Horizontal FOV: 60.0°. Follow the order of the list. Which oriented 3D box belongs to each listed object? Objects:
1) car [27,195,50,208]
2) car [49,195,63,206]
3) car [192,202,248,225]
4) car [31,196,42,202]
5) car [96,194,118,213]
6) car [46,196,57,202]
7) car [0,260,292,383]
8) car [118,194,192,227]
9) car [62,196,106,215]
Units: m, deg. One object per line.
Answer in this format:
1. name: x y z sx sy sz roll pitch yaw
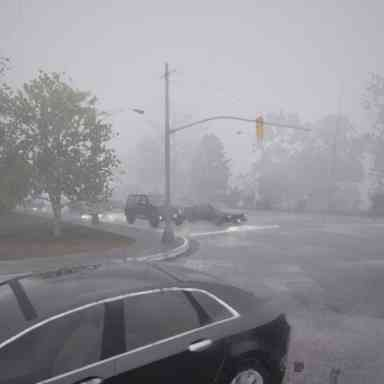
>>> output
1. car: -23.271 1.584 49.303 2.033 1.411 5.357 -1 0 -38
2. car: -20.601 1.578 51.570 1.812 1.442 4.674 -1 0 -38
3. car: 1.394 1.449 23.349 2.033 1.411 5.357 -1 0 -37
4. car: -38.469 1.760 82.333 2.033 1.411 5.357 -1 0 -30
5. car: -9.260 1.142 37.110 2.150 2.045 5.566 -1 0 -38
6. car: -36.002 1.800 85.015 1.895 1.301 4.718 -1 0 -30
7. car: -1.181 1.509 2.958 4.892 1.490 1.837 0 0 -35
8. car: -2.714 1.153 22.977 2.150 2.045 5.566 -1 0 -37
9. car: -11.007 1.435 33.679 2.128 1.511 4.902 -1 0 -38
